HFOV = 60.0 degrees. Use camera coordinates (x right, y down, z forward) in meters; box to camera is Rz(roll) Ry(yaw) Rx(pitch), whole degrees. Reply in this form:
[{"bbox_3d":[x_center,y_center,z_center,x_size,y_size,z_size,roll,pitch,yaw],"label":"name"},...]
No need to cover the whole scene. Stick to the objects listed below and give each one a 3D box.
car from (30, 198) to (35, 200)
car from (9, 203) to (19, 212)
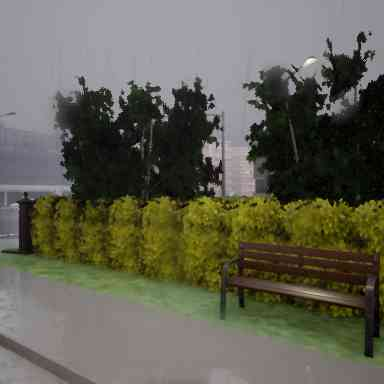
[{"bbox_3d":[-15.847,1.515,36.090,1.994,1.385,4.181,0,0,35],"label":"car"},{"bbox_3d":[-18.568,1.477,38.326,1.812,1.442,4.674,0,0,33],"label":"car"}]
